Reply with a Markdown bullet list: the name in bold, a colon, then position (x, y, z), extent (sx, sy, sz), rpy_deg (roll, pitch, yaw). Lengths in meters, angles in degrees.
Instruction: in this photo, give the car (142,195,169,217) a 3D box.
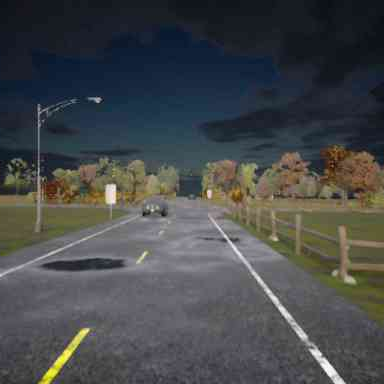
- **car**: position (-3.532, 1.360, 32.743), extent (2.150, 2.045, 5.566), rpy_deg (0, -1, 1)
